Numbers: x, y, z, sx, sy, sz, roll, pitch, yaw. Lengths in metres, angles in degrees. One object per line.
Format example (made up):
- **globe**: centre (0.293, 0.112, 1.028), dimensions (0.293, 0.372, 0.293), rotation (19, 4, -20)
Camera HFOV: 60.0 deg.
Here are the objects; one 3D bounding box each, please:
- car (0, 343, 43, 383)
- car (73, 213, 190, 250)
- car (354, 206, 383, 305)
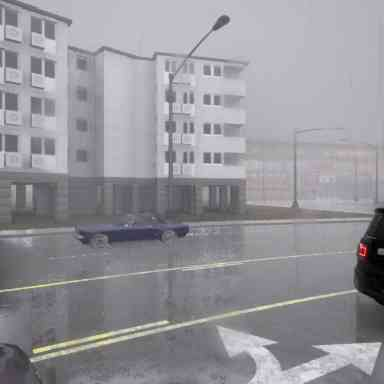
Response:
- **car**: centre (-3.341, 1.547, 1.221), dimensions (5.357, 1.411, 2.033), rotation (0, 0, -37)
- **car**: centre (-2.586, 1.601, 14.261), dimensions (4.718, 1.301, 1.895), rotation (0, 0, -27)
- **car**: centre (5.671, 1.221, 6.277), dimensions (5.566, 2.045, 2.150), rotation (0, 0, -23)
